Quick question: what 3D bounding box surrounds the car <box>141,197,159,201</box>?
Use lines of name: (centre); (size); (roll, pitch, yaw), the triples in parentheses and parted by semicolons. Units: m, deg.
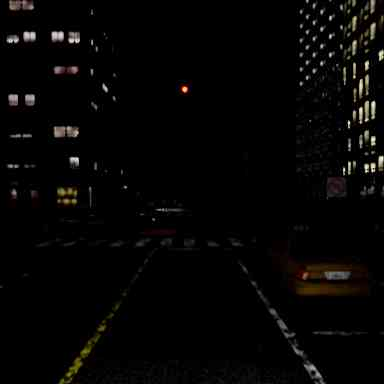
car: (-5.612, 1.507, 40.746); (2.008, 1.369, 4.403); (0, 0, 0)

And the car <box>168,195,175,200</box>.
car: (-5.513, 1.490, 90.316); (1.752, 1.417, 4.829); (0, 0, 0)

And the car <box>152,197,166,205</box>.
car: (-5.579, 1.503, 57.326); (2.008, 1.369, 4.403); (0, 0, 0)

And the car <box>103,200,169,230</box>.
car: (-3.977, 1.502, 21.762); (1.882, 1.535, 5.008); (1, -1, -42)

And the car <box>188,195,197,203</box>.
car: (0.139, 1.433, 69.511); (1.882, 1.535, 5.008); (0, 0, 0)

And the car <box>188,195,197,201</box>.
car: (0.161, 1.412, 79.928); (2.033, 1.411, 5.357); (0, 0, 0)

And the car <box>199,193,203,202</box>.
car: (2.811, 1.268, 62.835); (2.192, 1.841, 5.009); (0, 0, 0)

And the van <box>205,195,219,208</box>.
van: (2.778, 1.295, 46.255); (1.690, 1.788, 3.998); (0, 0, 0)

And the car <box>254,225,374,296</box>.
car: (2.703, 1.513, 8.487); (1.752, 1.417, 4.829); (0, 0, 0)

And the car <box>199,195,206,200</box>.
car: (2.868, 1.490, 90.639); (1.752, 1.417, 4.829); (0, 0, 0)

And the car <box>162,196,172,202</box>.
car: (-5.546, 1.539, 73.906); (1.802, 1.307, 4.206); (0, 0, 0)

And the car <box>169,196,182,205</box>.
car: (-2.949, 1.500, 60.010); (2.033, 1.411, 5.357); (0, 0, 1)

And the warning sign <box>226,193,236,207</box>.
warning sign: (5.160, 1.070, 43.981); (1.300, 1.860, 1.060); (0, 0, 0)

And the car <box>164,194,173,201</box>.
car: (-5.535, 1.399, 79.433); (1.967, 1.590, 4.097); (0, 0, 0)

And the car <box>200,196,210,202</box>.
car: (2.834, 1.501, 73.889); (1.887, 1.381, 4.507); (0, 0, 0)

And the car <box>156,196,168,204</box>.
car: (-5.568, 1.498, 62.852); (1.887, 1.381, 4.507); (0, 0, 0)

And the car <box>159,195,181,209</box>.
car: (-3.005, 1.306, 44.721); (2.097, 1.767, 4.553); (0, 0, 0)

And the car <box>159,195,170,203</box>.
car: (-5.558, 1.395, 68.379); (1.967, 1.590, 4.097); (0, 0, 0)

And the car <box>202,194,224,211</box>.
car: (2.767, 1.271, 40.730); (2.192, 1.841, 5.009); (0, 0, 0)
